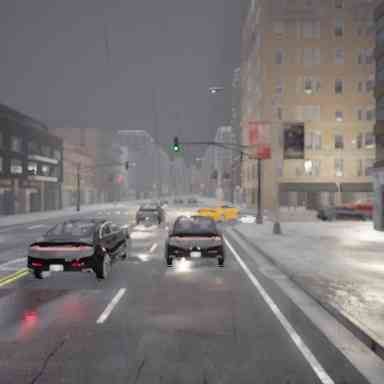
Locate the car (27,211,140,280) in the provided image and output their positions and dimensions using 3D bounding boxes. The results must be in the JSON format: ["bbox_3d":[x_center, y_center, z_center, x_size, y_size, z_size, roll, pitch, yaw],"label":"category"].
[{"bbox_3d":[-3.145,1.562,10.152,2.128,1.511,4.902,0,0,0],"label":"car"}]

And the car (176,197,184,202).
[{"bbox_3d":[-3.200,2.023,87.621,1.994,1.385,4.181,0,0,0],"label":"car"}]

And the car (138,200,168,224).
[{"bbox_3d":[-3.134,1.672,25.814,2.128,1.511,4.902,0,0,0],"label":"car"}]

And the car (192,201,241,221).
[{"bbox_3d":[2.318,1.669,27.326,1.882,1.535,5.008,-2,-1,32],"label":"car"}]

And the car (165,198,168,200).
[{"bbox_3d":[-6.457,2.095,75.026,1.994,1.385,4.181,0,0,0],"label":"car"}]

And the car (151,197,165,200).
[{"bbox_3d":[-6.515,1.778,59.580,2.097,1.767,4.553,0,0,1],"label":"car"}]

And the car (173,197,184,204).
[{"bbox_3d":[-3.206,1.908,77.554,2.097,1.767,4.553,0,0,0],"label":"car"}]

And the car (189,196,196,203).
[{"bbox_3d":[0.050,1.948,87.619,1.882,1.535,5.008,0,0,0],"label":"car"}]

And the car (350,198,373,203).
[{"bbox_3d":[18.116,1.541,35.286,5.009,1.841,2.192,0,0,0],"label":"car"}]

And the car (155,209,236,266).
[{"bbox_3d":[0.107,1.573,11.830,2.128,1.511,4.902,0,0,0],"label":"car"}]

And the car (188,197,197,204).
[{"bbox_3d":[0.043,1.909,77.586,2.097,1.767,4.553,0,0,0],"label":"car"}]

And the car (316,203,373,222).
[{"bbox_3d":[12.413,1.774,27.289,4.313,1.339,1.947,0,0,0],"label":"car"}]
